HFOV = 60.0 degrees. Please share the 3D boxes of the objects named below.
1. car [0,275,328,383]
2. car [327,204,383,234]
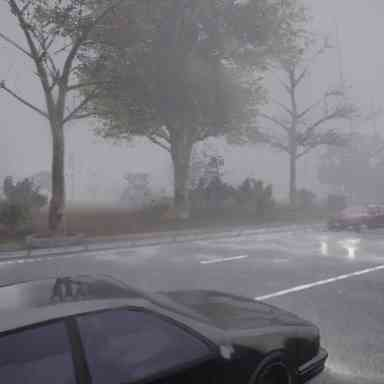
[{"bbox_3d":[-1.081,1.544,2.954,5.357,1.411,2.033,0,0,-35],"label":"car"},{"bbox_3d":[9.800,1.449,19.062,5.008,1.535,1.882,0,0,-33],"label":"car"}]
